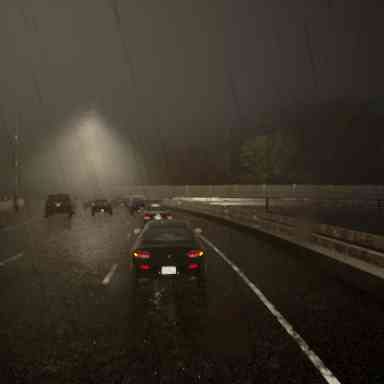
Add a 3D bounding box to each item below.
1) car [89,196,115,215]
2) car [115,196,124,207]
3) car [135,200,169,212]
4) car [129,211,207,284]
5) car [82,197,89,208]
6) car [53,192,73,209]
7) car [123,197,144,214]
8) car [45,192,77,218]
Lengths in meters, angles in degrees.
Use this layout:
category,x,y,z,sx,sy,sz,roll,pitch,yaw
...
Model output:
category,x,y,z,sx,sy,sz,roll,pitch,yaw
car,-8.716,1.375,31.952,1.837,1.490,4.892,0,1,-17
car,-10.055,1.316,45.259,1.837,1.490,4.892,0,0,-25
car,-2.321,1.459,20.802,2.033,1.411,5.357,0,0,-10
car,-0.673,1.485,9.357,1.812,1.442,4.674,0,0,-5
car,-13.515,1.380,44.430,1.994,1.385,4.181,0,0,-24
car,-16.698,1.051,43.023,2.150,2.045,5.566,0,1,-24
car,-5.325,1.388,32.779,1.812,1.442,4.674,0,0,-18
car,-11.397,1.107,29.014,2.150,2.045,5.566,0,1,-16
